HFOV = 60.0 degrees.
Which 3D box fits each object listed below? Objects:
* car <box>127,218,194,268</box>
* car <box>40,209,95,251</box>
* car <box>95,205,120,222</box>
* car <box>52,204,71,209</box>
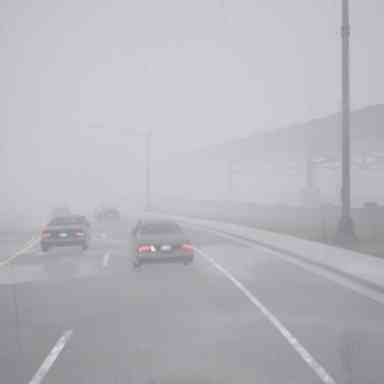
[{"bbox_3d":[-1.256,1.654,11.879,2.033,1.411,5.357,-1,0,-12],"label":"car"},{"bbox_3d":[-5.642,1.734,15.214,2.033,1.411,5.357,-1,0,-16],"label":"car"},{"bbox_3d":[-7.752,1.859,30.096,1.812,1.442,4.674,-1,0,-23],"label":"car"},{"bbox_3d":[-14.166,2.010,36.148,1.812,1.442,4.674,-1,0,-24],"label":"car"}]
